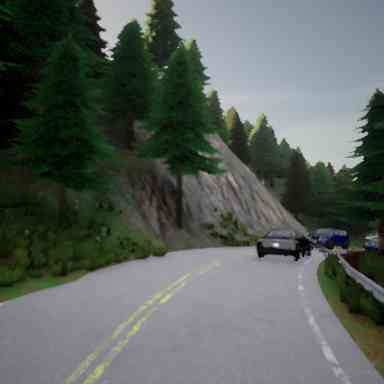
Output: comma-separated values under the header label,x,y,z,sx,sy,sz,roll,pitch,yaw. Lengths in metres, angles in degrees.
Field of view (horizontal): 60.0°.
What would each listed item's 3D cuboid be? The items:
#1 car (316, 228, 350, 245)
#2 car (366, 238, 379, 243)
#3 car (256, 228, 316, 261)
label,x,y,z,sx,sy,sz,roll,pitch,yaw
car,12.978,4.405,31.569,5.566,2.045,2.150,10,-9,-42
car,18.244,5.120,31.814,5.357,1.411,2.033,10,-9,-42
car,4.620,2.492,16.344,1.994,1.385,4.181,-1,-6,28
